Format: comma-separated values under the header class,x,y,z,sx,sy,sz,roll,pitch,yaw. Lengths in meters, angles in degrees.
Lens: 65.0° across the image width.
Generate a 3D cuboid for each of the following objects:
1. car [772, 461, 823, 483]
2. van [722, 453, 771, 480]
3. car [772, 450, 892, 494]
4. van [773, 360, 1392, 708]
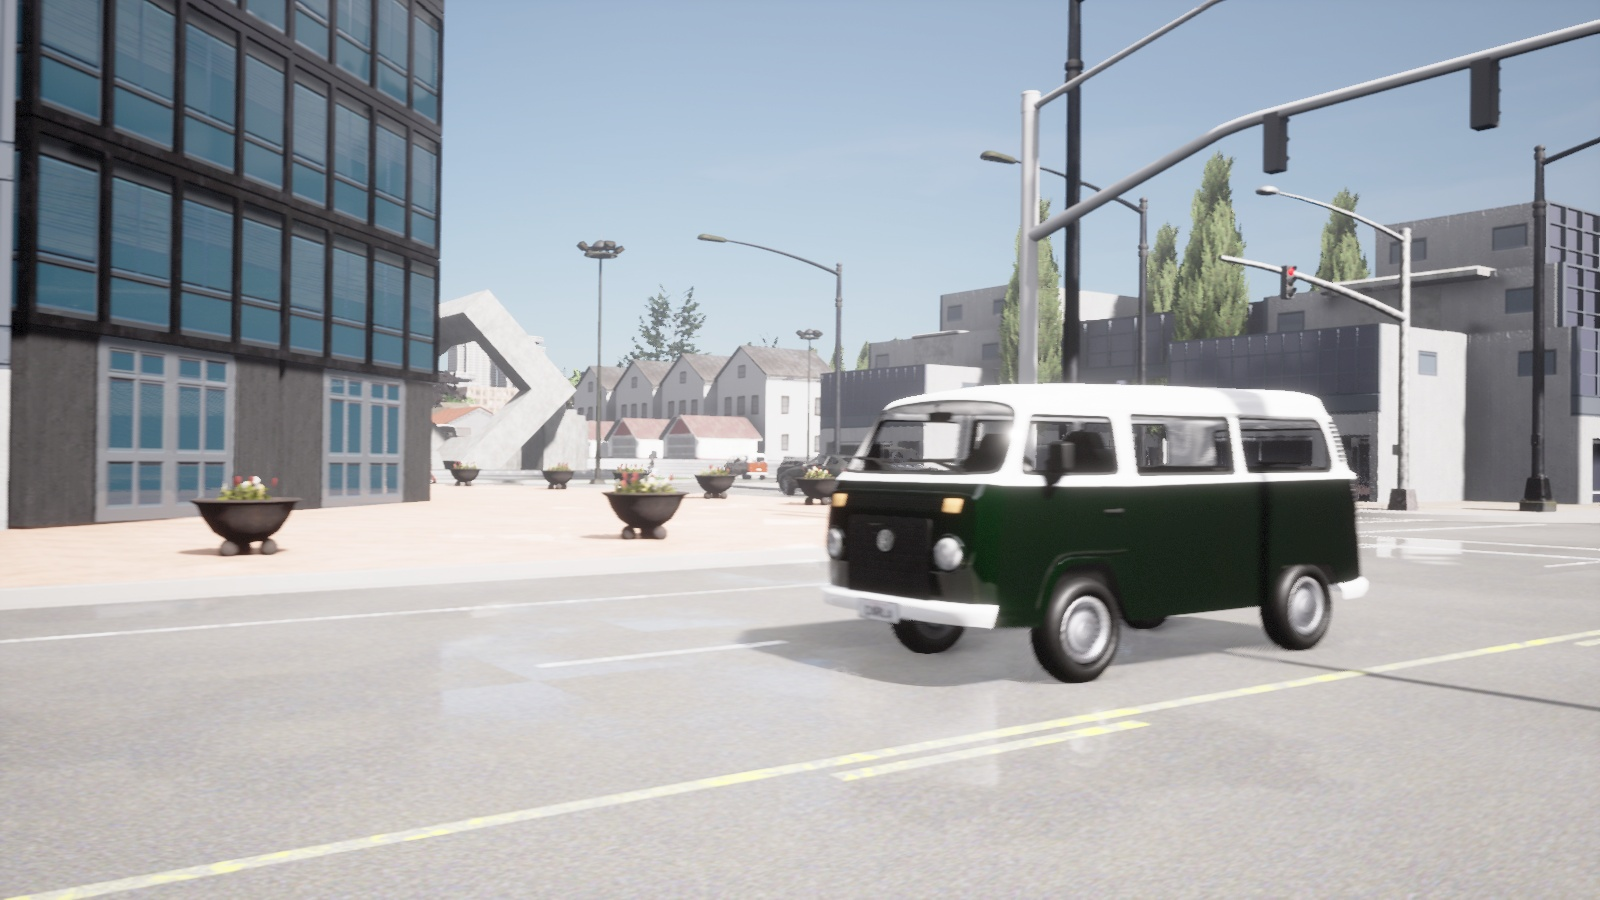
class,x,y,z,sx,sy,sz,roll,pitch,yaw
car,-0.119,1.472,84.895,1.837,1.490,4.892,0,-1,20
van,-4.185,1.297,97.157,2.069,2.038,4.480,1,-1,-28
car,1.168,0.843,49.053,2.152,1.651,5.027,1,-1,-34
van,2.237,0.504,9.483,4.480,2.038,2.069,0,0,-35
